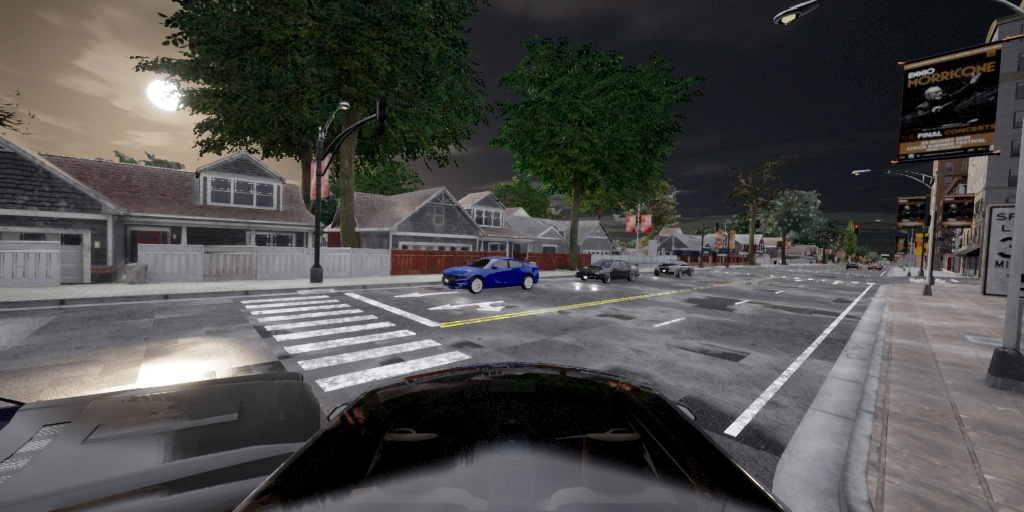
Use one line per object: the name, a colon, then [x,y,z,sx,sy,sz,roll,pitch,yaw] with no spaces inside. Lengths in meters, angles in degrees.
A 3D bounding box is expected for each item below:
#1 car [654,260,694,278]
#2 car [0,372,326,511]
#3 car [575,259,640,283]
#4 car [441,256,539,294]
car: [13.695,1.027,30.233,4.181,1.385,1.994,1,2,-43]
car: [-3.317,1.273,1.469,4.718,1.301,1.895,1,2,-33]
car: [6.391,0.927,23.425,5.357,1.411,2.033,1,2,-43]
car: [-0.882,0.778,16.618,5.008,1.535,1.882,1,2,-43]
